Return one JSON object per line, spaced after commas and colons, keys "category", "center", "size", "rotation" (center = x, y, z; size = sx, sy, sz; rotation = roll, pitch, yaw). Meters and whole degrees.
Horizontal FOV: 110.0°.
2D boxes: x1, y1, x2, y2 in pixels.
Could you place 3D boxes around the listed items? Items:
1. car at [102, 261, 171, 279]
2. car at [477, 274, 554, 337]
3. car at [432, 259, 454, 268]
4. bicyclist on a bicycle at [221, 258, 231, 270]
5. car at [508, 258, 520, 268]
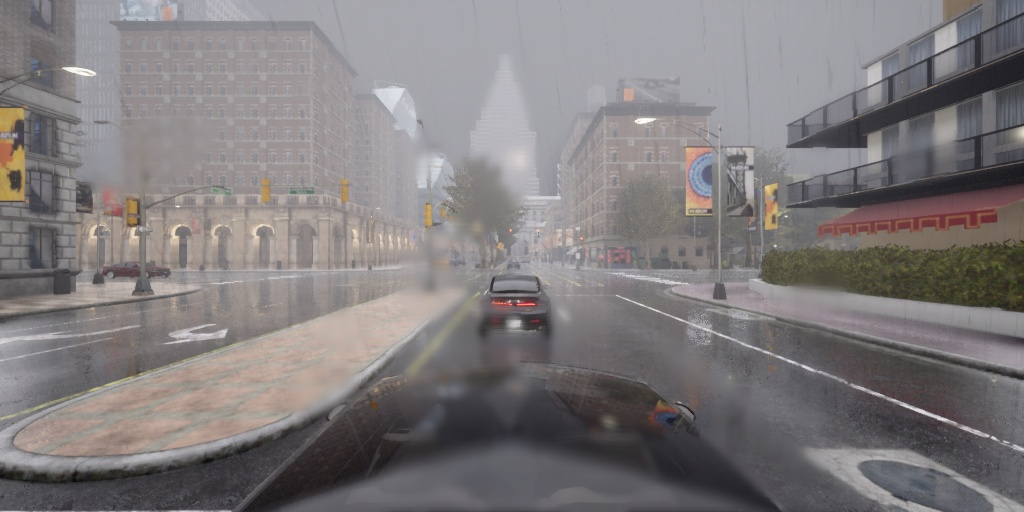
{"category": "car", "center": [-33.650, 1.228, 32.251], "size": [5.008, 1.535, 1.882], "rotation": [0, 0, 0]}
{"category": "car", "center": [0.096, 1.255, 10.292], "size": [1.837, 1.490, 4.892], "rotation": [0, 0, 0]}
{"category": "car", "center": [-11.443, 1.228, 59.624], "size": [1.882, 1.535, 5.008], "rotation": [0, 0, 0]}
{"category": "bicyclist on a bicycle", "center": [-37.198, 1.050, 46.709], "size": [0.582, 1.620, 1.656], "rotation": [0, 0, 0]}
{"category": "car", "center": [0.262, 1.275, 58.995], "size": [1.812, 1.442, 4.674], "rotation": [0, 0, 0]}
